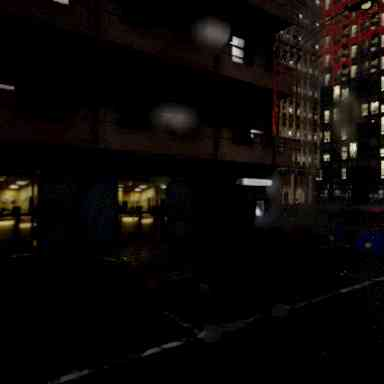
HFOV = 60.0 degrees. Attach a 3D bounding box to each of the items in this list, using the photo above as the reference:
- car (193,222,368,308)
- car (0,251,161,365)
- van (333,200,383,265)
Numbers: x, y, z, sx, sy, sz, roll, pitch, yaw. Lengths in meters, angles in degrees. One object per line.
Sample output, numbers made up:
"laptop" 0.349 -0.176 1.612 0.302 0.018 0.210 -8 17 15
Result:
"car" 2.057 1.561 7.968 4.313 1.339 1.947 0 1 -35
"car" -2.453 1.582 4.752 4.206 1.307 1.802 0 1 -35
"van" 6.473 1.330 11.319 3.998 1.788 1.690 0 1 -35
